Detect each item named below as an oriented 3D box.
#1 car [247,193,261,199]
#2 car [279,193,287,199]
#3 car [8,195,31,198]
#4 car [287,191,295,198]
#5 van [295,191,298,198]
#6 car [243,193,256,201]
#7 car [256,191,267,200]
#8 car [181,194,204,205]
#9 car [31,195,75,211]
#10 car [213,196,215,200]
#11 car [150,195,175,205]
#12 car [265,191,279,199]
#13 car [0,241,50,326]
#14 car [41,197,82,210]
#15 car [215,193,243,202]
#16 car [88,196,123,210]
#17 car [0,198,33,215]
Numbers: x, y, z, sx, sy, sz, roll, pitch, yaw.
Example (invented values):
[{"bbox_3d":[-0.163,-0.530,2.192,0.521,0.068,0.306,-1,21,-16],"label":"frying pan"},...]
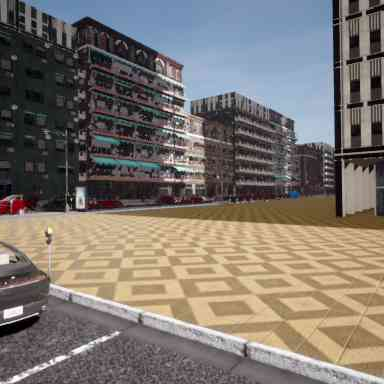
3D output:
[{"bbox_3d":[16.152,1.040,86.550,1.947,1.339,4.313,-1,0,36],"label":"car"},{"bbox_3d":[19.670,0.938,77.147,2.008,1.369,4.403,-1,0,36],"label":"car"},{"bbox_3d":[-19.644,1.228,37.399,2.192,1.841,5.009,-1,0,36],"label":"car"},{"bbox_3d":[22.925,0.931,81.616,1.802,1.307,4.206,-1,0,36],"label":"car"},{"bbox_3d":[26.176,0.654,86.084,1.690,1.788,3.998,-1,0,36],"label":"van"},{"bbox_3d":[9.909,1.048,63.742,1.887,1.381,4.507,-1,0,36],"label":"car"},{"bbox_3d":[13.163,1.046,68.210,1.802,1.307,4.206,-1,0,36],"label":"car"},{"bbox_3d":[0.146,1.062,50.338,1.967,1.590,4.097,-1,0,36],"label":"car"},{"bbox_3d":[-15.602,1.200,38.562,2.097,1.767,4.553,-1,0,36],"label":"car"},{"bbox_3d":[6.388,1.028,73.144,1.967,1.590,4.097,-1,0,36],"label":"car"},{"bbox_3d":[-4.661,1.234,53.538,1.812,1.442,4.674,-1,0,37],"label":"car"},{"bbox_3d":[16.414,0.740,72.679,2.192,1.841,5.009,-1,0,36],"label":"car"},{"bbox_3d":[-4.419,1.553,6.221,4.403,1.369,2.008,0,-1,36],"label":"car"},{"bbox_3d":[-16.388,1.415,41.868,1.887,1.381,4.507,-1,0,36],"label":"car"},{"bbox_3d":[6.655,1.093,59.274,2.008,1.369,4.403,-1,0,36],"label":"car"},{"bbox_3d":[-9.616,1.186,36.933,1.967,1.590,4.097,-1,0,36],"label":"car"},{"bbox_3d":[-16.122,1.413,27.996,1.802,1.307,4.206,-1,0,36],"label":"car"}]
